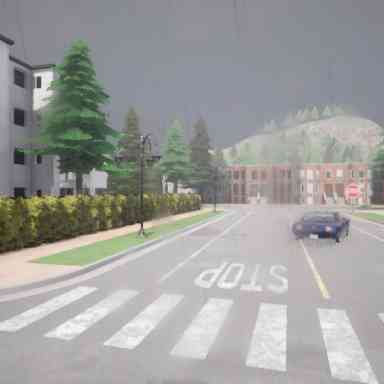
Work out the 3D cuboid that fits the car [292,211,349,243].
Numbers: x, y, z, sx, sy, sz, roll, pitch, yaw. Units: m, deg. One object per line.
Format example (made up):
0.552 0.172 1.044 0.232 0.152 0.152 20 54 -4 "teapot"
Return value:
6.346 1.584 16.014 1.895 1.301 4.718 0 0 31 "car"
